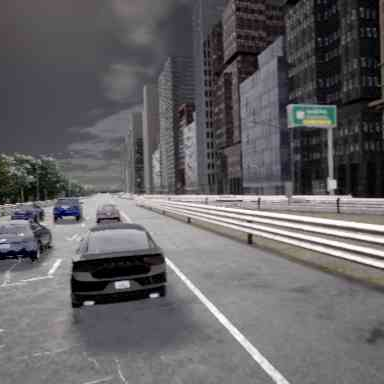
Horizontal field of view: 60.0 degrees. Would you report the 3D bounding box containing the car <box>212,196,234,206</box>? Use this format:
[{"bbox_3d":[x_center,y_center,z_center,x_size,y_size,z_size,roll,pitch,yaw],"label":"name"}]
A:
[{"bbox_3d":[4.759,1.279,48.848,2.163,1.488,4.792,-3,1,-33],"label":"car"}]

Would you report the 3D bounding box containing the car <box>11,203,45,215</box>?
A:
[{"bbox_3d":[-14.949,1.814,30.493,2.097,1.767,4.553,-2,0,-15],"label":"car"}]

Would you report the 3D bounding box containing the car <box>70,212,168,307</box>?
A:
[{"bbox_3d":[-1.875,1.516,8.315,1.882,1.535,5.008,-2,0,-15],"label":"car"}]

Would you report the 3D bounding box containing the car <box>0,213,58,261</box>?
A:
[{"bbox_3d":[-6.680,1.769,12.847,1.994,1.385,4.181,-2,0,-15],"label":"car"}]

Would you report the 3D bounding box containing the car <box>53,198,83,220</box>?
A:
[{"bbox_3d":[-11.429,1.547,30.848,2.150,2.045,5.566,-2,0,-15],"label":"car"}]

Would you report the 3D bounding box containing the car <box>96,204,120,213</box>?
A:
[{"bbox_3d":[-6.801,1.708,27.045,2.033,1.411,5.357,-2,0,-15],"label":"car"}]
